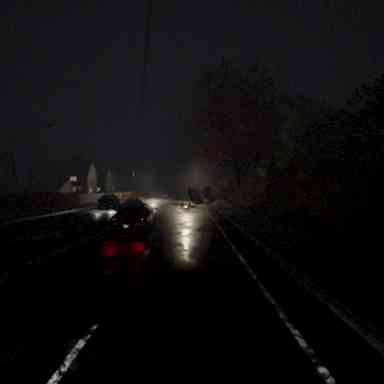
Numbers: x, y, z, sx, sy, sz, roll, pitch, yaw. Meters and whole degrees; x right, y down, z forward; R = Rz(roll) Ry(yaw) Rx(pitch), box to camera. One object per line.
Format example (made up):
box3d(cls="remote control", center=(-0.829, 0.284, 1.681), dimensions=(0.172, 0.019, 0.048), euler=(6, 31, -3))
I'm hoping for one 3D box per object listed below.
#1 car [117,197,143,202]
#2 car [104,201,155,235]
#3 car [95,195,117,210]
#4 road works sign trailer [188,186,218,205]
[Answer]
box3d(cls="car", center=(-6.582, 1.310, 37.485), dimensions=(2.033, 1.411, 5.357), euler=(0, 0, 0))
box3d(cls="car", center=(-3.141, 1.418, 18.077), dimensions=(1.812, 1.442, 4.674), euler=(0, 0, 0))
box3d(cls="car", center=(-9.825, 1.106, 38.934), dimensions=(2.097, 1.767, 4.553), euler=(0, 0, 0))
box3d(cls="road works sign trailer", center=(0.950, 0.697, 44.352), dimensions=(2.880, 2.380, 3.560), euler=(-38, -26, 32))
